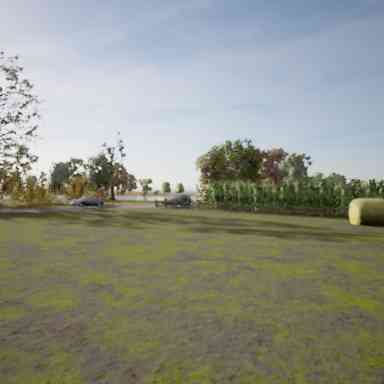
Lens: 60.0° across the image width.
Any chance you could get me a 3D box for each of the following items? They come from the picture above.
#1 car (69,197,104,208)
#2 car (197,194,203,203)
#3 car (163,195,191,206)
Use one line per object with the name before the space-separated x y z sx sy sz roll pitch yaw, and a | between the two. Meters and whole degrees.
car | -14.210 1.386 45.034 2.128 1.511 4.902 0 -1 35
car | 3.270 1.512 64.894 2.150 2.045 5.566 0 -1 35
car | -2.703 1.678 56.335 2.033 1.411 5.357 0 -1 36
